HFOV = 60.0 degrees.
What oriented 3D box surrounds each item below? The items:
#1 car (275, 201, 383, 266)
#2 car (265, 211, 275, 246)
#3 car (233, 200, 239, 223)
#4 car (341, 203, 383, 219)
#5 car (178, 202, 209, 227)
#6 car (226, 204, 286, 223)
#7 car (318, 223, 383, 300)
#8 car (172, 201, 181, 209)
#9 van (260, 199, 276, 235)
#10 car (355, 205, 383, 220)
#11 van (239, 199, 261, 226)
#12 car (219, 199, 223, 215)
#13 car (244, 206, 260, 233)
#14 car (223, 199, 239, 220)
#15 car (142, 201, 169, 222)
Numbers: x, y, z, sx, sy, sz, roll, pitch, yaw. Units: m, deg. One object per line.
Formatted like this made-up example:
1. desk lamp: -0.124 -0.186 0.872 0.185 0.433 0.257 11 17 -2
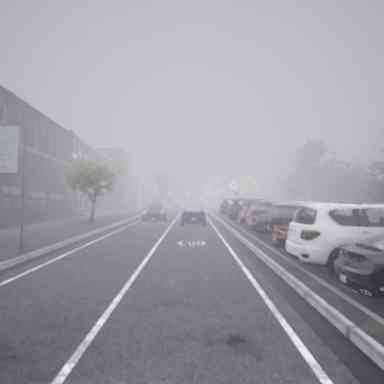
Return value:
1. car: 5.639 1.345 9.858 5.566 2.045 2.435 0 -1 0
2. car: 5.602 1.635 12.658 5.008 1.535 2.097 0 -1 0
3. car: 5.567 1.664 23.873 4.553 1.767 2.185 0 -1 0
4. car: 18.686 1.970 35.066 5.008 1.535 2.097 0 -1 0
5. car: 0.106 1.837 26.331 1.882 1.535 5.008 0 -1 0
6. car: 5.605 1.875 29.477 4.892 1.521 2.231 0 -1 0
7. car: 5.610 1.559 7.048 4.892 1.521 2.231 0 -1 0
8. car: -3.239 2.710 72.447 2.097 1.767 4.553 0 -1 0
9. van: 5.721 1.448 15.464 4.442 1.987 1.878 0 -1 0
10. car: 18.682 1.962 32.279 4.674 1.452 2.002 0 -1 0
11. van: 5.484 1.525 21.071 4.442 1.987 1.878 0 -1 0
12. car: 5.630 1.720 35.085 5.566 2.045 2.435 0 -1 0
13. car: 5.596 1.713 18.264 4.892 1.521 2.231 0 -1 0
14. car: 5.627 1.580 26.676 5.566 2.045 2.435 0 -1 0
15. car: -3.342 1.775 30.787 2.097 1.767 4.553 0 -1 0
